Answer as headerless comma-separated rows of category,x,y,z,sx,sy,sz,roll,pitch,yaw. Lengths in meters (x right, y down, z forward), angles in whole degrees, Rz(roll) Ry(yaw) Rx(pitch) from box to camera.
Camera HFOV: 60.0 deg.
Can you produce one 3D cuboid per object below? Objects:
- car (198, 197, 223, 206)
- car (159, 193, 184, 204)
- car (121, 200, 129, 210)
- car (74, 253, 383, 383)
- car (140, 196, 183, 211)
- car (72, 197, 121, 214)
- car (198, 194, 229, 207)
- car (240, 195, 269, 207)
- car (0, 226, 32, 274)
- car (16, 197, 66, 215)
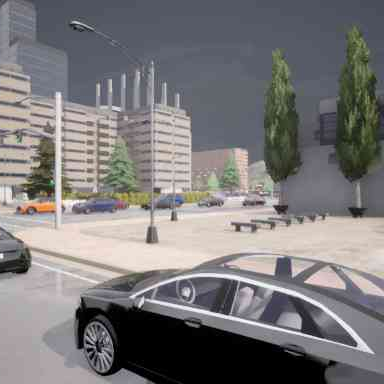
car,3.125,1.526,55.413,1.812,1.442,4.674,0,0,41
car,-3.591,1.221,47.697,2.150,2.045,5.566,0,0,41
car,-9.749,1.564,40.588,1.994,1.385,4.181,0,0,41
car,0.574,1.492,3.866,4.902,1.511,2.128,0,0,37
car,-3.982,1.547,41.906,2.033,1.411,5.357,0,0,41
car,-10.186,1.352,34.744,2.097,1.767,4.553,0,0,41
car,2.830,1.492,49.752,2.128,1.511,4.902,0,0,41
car,9.852,1.601,52.228,1.895,1.301,4.718,0,0,41
car,-6.333,1.564,9.484,4.181,1.385,1.994,0,0,40
car,-15.447,1.352,34.113,2.097,1.767,4.553,0,0,42
